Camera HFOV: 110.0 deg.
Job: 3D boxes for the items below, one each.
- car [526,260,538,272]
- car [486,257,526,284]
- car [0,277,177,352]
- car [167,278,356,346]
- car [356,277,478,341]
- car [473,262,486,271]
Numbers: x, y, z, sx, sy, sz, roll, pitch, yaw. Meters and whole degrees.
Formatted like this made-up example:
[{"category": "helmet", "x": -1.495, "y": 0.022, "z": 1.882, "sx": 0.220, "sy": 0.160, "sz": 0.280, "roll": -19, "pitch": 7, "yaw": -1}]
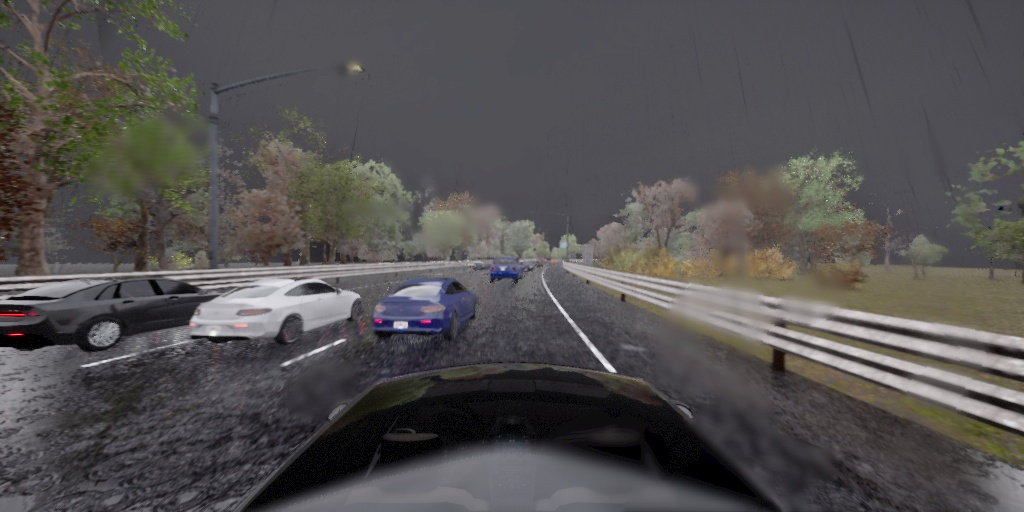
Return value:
[{"category": "car", "x": 2.237, "y": 1.529, "z": 50.324, "sx": 1.895, "sy": 1.301, "sz": 4.718, "roll": 0, "pitch": 0, "yaw": 8}, {"category": "car", "x": -0.375, "y": 1.065, "z": 28.759, "sx": 2.150, "sy": 2.045, "sz": 5.566, "roll": 0, "pitch": 0, "yaw": 6}, {"category": "car", "x": -9.258, "y": 1.252, "z": 8.914, "sx": 1.837, "sy": 1.490, "sz": 4.892, "roll": 0, "pitch": 0, "yaw": 5}, {"category": "car", "x": -5.704, "y": 1.285, "z": 9.385, "sx": 1.812, "sy": 1.442, "sz": 4.674, "roll": 0, "pitch": 0, "yaw": 5}, {"category": "car", "x": -2.152, "y": 1.298, "z": 9.862, "sx": 1.812, "sy": 1.442, "sz": 4.674, "roll": 0, "pitch": 0, "yaw": 5}, {"category": "car", "x": -4.365, "y": 1.522, "z": 53.696, "sx": 1.895, "sy": 1.301, "sz": 4.718, "roll": 0, "pitch": 0, "yaw": 8}]
